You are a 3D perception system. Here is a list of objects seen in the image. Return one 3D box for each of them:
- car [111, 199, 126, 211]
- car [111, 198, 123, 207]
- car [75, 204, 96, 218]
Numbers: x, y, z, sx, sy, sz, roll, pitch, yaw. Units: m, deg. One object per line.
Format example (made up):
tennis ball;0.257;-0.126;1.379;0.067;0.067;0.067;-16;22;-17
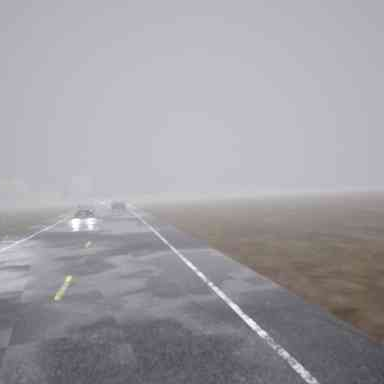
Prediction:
car;-10.360;1.871;47.136;1.882;1.535;5.008;-2;0;-14
car;-14.578;2.059;64.234;2.128;1.511;4.902;-2;0;-13
car;-11.390;1.999;35.589;1.895;1.301;4.718;-2;0;-13
